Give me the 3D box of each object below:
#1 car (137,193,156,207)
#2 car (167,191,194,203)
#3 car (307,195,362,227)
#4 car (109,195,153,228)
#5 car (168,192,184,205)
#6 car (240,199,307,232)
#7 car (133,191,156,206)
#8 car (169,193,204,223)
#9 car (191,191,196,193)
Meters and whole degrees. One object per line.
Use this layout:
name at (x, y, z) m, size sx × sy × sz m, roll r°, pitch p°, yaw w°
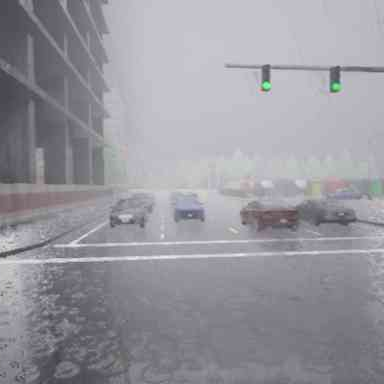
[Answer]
car at (-5.253, 0.904, 38.549) m, size 1.994 × 1.385 × 4.181 m, roll -1°, pitch 1°, yaw -5°
car at (-1.200, 0.963, 31.921) m, size 2.033 × 1.411 × 5.357 m, roll -1°, pitch 1°, yaw -5°
car at (7.156, 1.104, 18.946) m, size 2.033 × 1.411 × 5.357 m, roll -1°, pitch 1°, yaw -5°
car at (-3.621, 1.153, 19.444) m, size 2.128 × 1.511 × 4.902 m, roll -1°, pitch 1°, yaw -5°
car at (-2.037, 0.750, 42.005) m, size 1.837 × 1.490 × 4.892 m, roll -1°, pitch 1°, yaw -5°
car at (3.809, 1.101, 17.172) m, size 1.882 × 1.535 × 5.008 m, roll -1°, pitch 1°, yaw -5°
car at (-4.432, 0.859, 28.618) m, size 2.097 × 1.767 × 4.553 m, roll -1°, pitch 1°, yaw -5°
car at (-0.333, 1.059, 22.000) m, size 1.882 × 1.535 × 5.008 m, roll -1°, pitch 1°, yaw -5°
car at (-0.076, 0.519, 59.368) m, size 1.895 × 1.301 × 4.718 m, roll -1°, pitch 1°, yaw -5°
